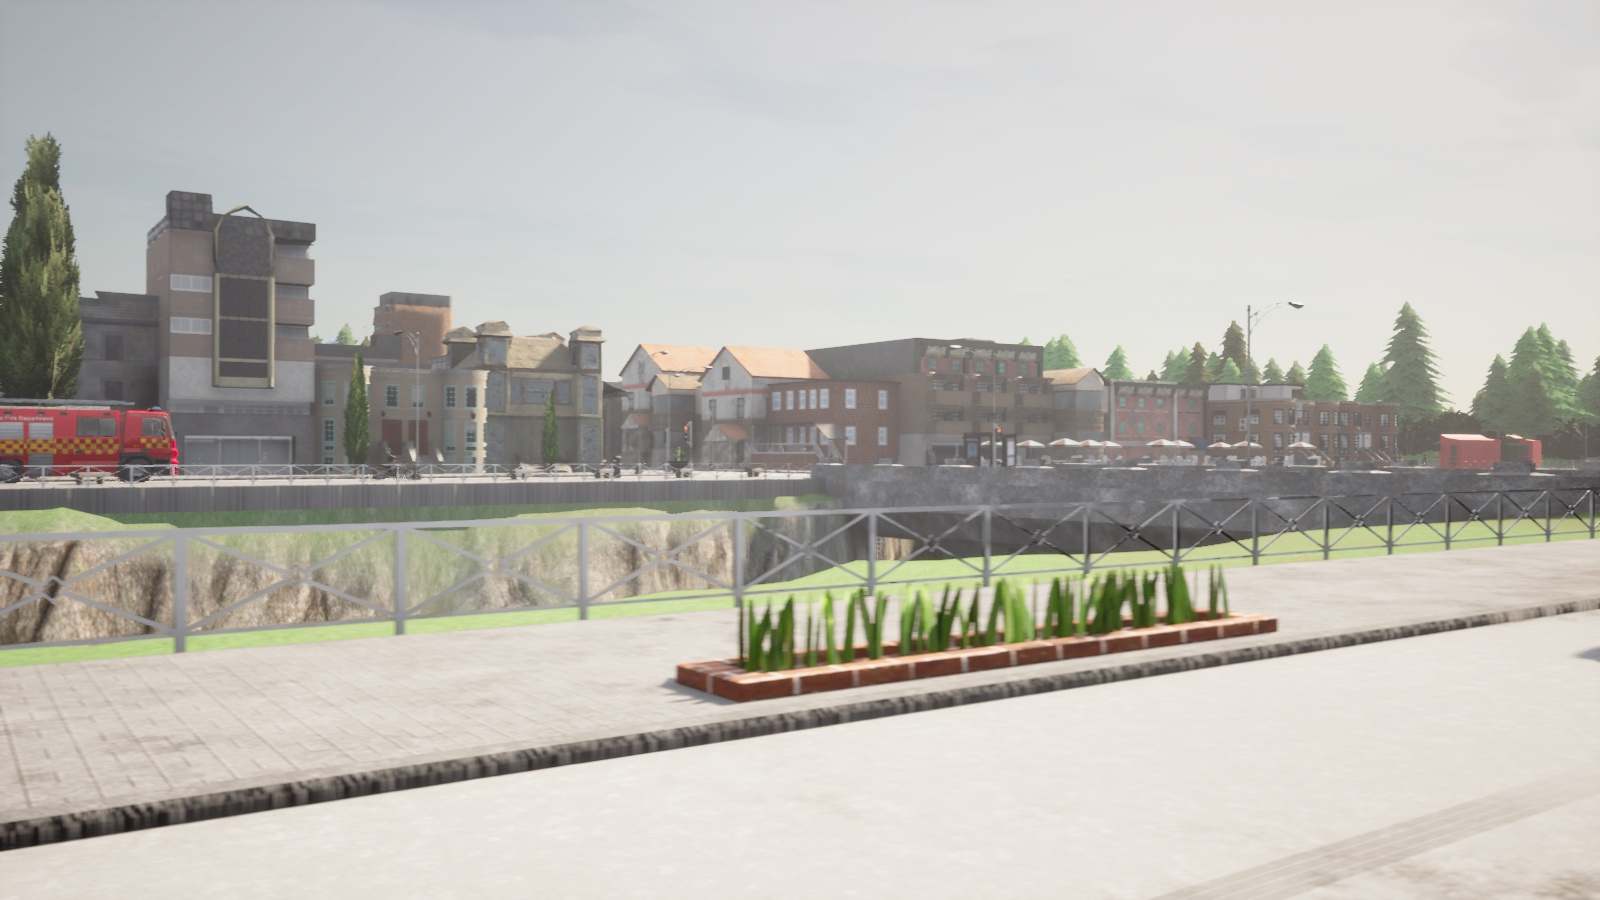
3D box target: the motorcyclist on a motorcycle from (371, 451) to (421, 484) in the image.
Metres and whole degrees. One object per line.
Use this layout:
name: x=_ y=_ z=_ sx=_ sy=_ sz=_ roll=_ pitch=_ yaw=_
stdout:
motorcyclist on a motorcycle: x=-20.869 y=0.899 z=64.944 sx=2.350 sy=1.649 sz=0.766 roll=0 pitch=0 yaw=-35

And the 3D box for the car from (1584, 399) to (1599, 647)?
car: x=8.129 y=0.548 z=9.929 sx=3.866 sy=1.878 sz=1.905 roll=0 pitch=0 yaw=-35

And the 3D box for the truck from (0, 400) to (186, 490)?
truck: x=-32.661 y=-0.212 z=56.734 sx=8.468 sy=3.827 sz=2.891 roll=0 pitch=0 yaw=-35
